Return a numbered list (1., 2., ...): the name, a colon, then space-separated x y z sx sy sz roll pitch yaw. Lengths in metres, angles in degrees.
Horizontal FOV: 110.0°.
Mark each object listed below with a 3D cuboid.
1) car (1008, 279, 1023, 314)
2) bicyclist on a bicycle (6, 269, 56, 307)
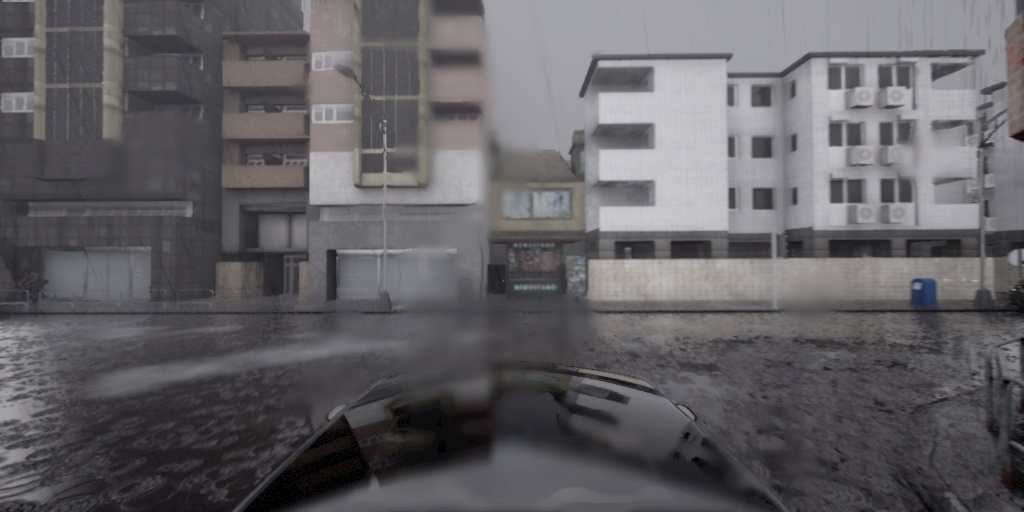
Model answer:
1. car: 19.592 1.017 11.338 5.566 2.045 2.150 0 -1 1
2. bicyclist on a bicycle: -21.423 1.398 16.012 0.582 1.620 1.656 0 -1 1
